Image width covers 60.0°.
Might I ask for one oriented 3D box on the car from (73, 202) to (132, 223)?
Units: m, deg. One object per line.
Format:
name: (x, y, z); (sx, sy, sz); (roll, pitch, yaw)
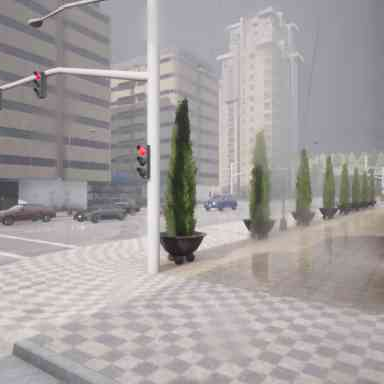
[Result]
car: (-7.122, 1.619, 26.100); (1.994, 1.385, 4.181); (0, 0, 35)

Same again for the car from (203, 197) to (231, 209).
car: (3.625, 1.560, 47.820); (1.837, 1.490, 4.892); (0, 0, 35)

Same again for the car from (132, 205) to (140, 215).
car: (-7.248, 1.656, 32.089); (1.895, 1.301, 4.718); (0, 0, 35)

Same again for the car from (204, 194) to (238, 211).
car: (3.716, 1.277, 41.812); (2.150, 2.045, 5.566); (0, 0, 35)

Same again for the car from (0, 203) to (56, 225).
car: (-12.391, 1.581, 24.582); (1.812, 1.442, 4.674); (0, 0, 34)
